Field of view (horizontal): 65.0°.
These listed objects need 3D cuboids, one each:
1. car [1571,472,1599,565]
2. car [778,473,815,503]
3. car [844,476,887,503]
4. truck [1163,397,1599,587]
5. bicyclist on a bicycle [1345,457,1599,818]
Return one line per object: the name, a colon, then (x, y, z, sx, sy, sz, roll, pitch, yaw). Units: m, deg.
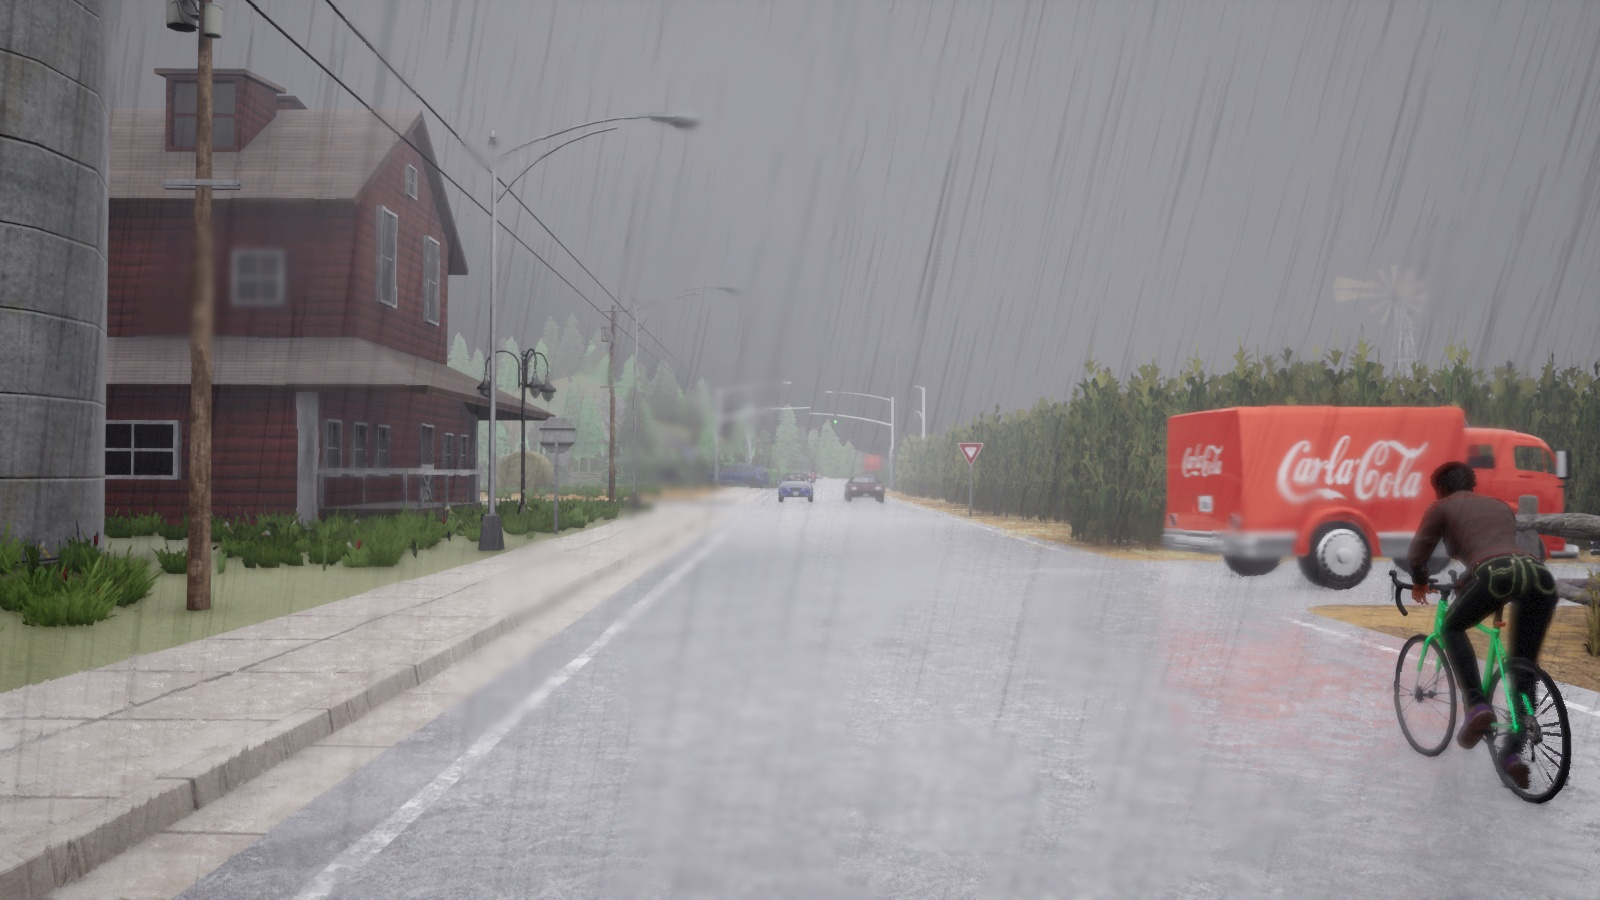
car: (15.334, 1.094, 20.049, 4.892, 1.490, 1.837, 0, -1, 0)
car: (-0.200, 1.903, 64.116, 1.816, 1.474, 4.193, 0, -1, 0)
car: (3.301, 1.971, 63.817, 1.895, 1.301, 4.718, 0, -1, 0)
truck: (8.258, 0.597, 17.994, 5.204, 2.467, 2.627, 0, -2, -8)
bicyclist on a bicycle: (3.478, 0.862, 6.488, 0.582, 1.620, 1.656, 0, -1, 0)
